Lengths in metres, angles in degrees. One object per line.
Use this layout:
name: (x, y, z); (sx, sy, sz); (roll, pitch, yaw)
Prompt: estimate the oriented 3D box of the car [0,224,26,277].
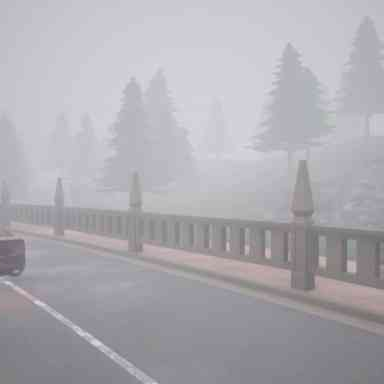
car: (-6.326, 1.472, 9.232); (5.008, 1.535, 1.882); (0, 0, 44)
